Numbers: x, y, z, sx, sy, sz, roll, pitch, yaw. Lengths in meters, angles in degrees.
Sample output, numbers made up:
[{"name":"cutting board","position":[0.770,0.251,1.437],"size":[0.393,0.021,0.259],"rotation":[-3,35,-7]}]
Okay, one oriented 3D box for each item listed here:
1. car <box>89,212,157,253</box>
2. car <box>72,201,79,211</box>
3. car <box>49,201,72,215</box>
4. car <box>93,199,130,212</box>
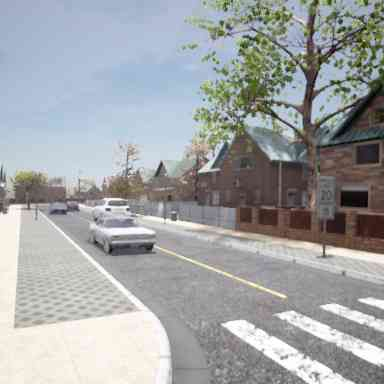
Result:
[{"name":"car","position":[-3.157,1.752,14.554],"size":[1.895,1.301,4.718],"rotation":[2,-1,-27]},{"name":"car","position":[-18.723,2.138,51.508],"size":[2.128,1.511,4.902],"rotation":[2,-2,-27]},{"name":"car","position":[-16.321,1.989,40.484],"size":[2.033,1.411,5.357],"rotation":[2,-1,-26]},{"name":"car","position":[-6.982,1.591,28.546],"size":[2.150,2.045,5.566],"rotation":[2,-1,-27]}]
